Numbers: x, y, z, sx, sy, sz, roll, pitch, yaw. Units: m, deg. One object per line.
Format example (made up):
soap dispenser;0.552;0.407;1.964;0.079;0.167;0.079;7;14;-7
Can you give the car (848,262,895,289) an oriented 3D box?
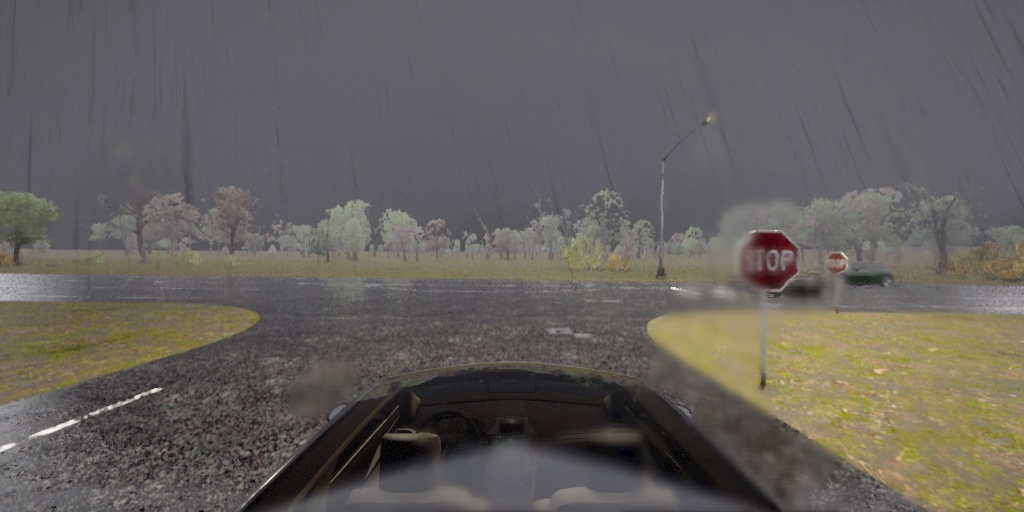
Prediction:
car;22.730;1.191;24.159;4.553;1.767;2.097;1;1;0

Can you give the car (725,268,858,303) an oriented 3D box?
car;12.993;1.388;17.226;4.902;1.511;2.128;1;1;0
